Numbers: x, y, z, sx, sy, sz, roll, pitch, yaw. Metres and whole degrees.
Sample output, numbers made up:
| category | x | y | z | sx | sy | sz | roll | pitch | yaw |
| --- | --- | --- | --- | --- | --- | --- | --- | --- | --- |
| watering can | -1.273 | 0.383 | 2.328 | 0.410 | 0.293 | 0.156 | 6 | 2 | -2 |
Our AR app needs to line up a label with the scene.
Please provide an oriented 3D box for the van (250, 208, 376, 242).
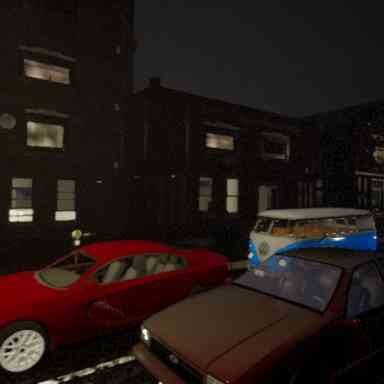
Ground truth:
| category | x | y | z | sx | sy | sz | roll | pitch | yaw |
| --- | --- | --- | --- | --- | --- | --- | --- | --- | --- |
| van | 3.269 | 1.340 | 8.873 | 3.998 | 1.788 | 1.690 | 0 | 1 | -36 |

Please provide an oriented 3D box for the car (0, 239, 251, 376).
| category | x | y | z | sx | sy | sz | roll | pitch | yaw |
| --- | --- | --- | --- | --- | --- | --- | --- | --- | --- |
| car | -1.363 | 1.544 | 5.572 | 4.507 | 1.381 | 1.887 | 0 | 1 | -36 |

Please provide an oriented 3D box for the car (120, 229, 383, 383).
| category | x | y | z | sx | sy | sz | roll | pitch | yaw |
| --- | --- | --- | --- | --- | --- | --- | --- | --- | --- |
| car | 1.932 | 1.547 | 4.745 | 5.357 | 1.411 | 2.033 | 0 | 0 | -35 |
